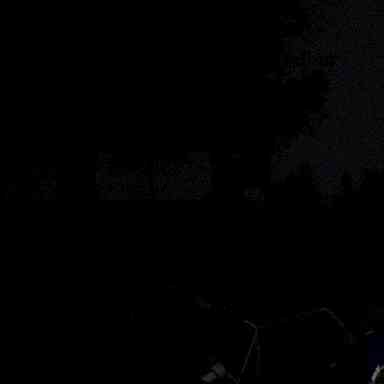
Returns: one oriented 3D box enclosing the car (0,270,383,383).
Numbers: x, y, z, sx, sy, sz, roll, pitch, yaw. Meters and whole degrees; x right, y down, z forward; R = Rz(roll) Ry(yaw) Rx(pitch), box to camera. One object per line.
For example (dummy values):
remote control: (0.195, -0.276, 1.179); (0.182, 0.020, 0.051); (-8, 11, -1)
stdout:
car: (0.217, 1.591, 3.170); (4.718, 1.301, 1.895); (0, 0, -35)
